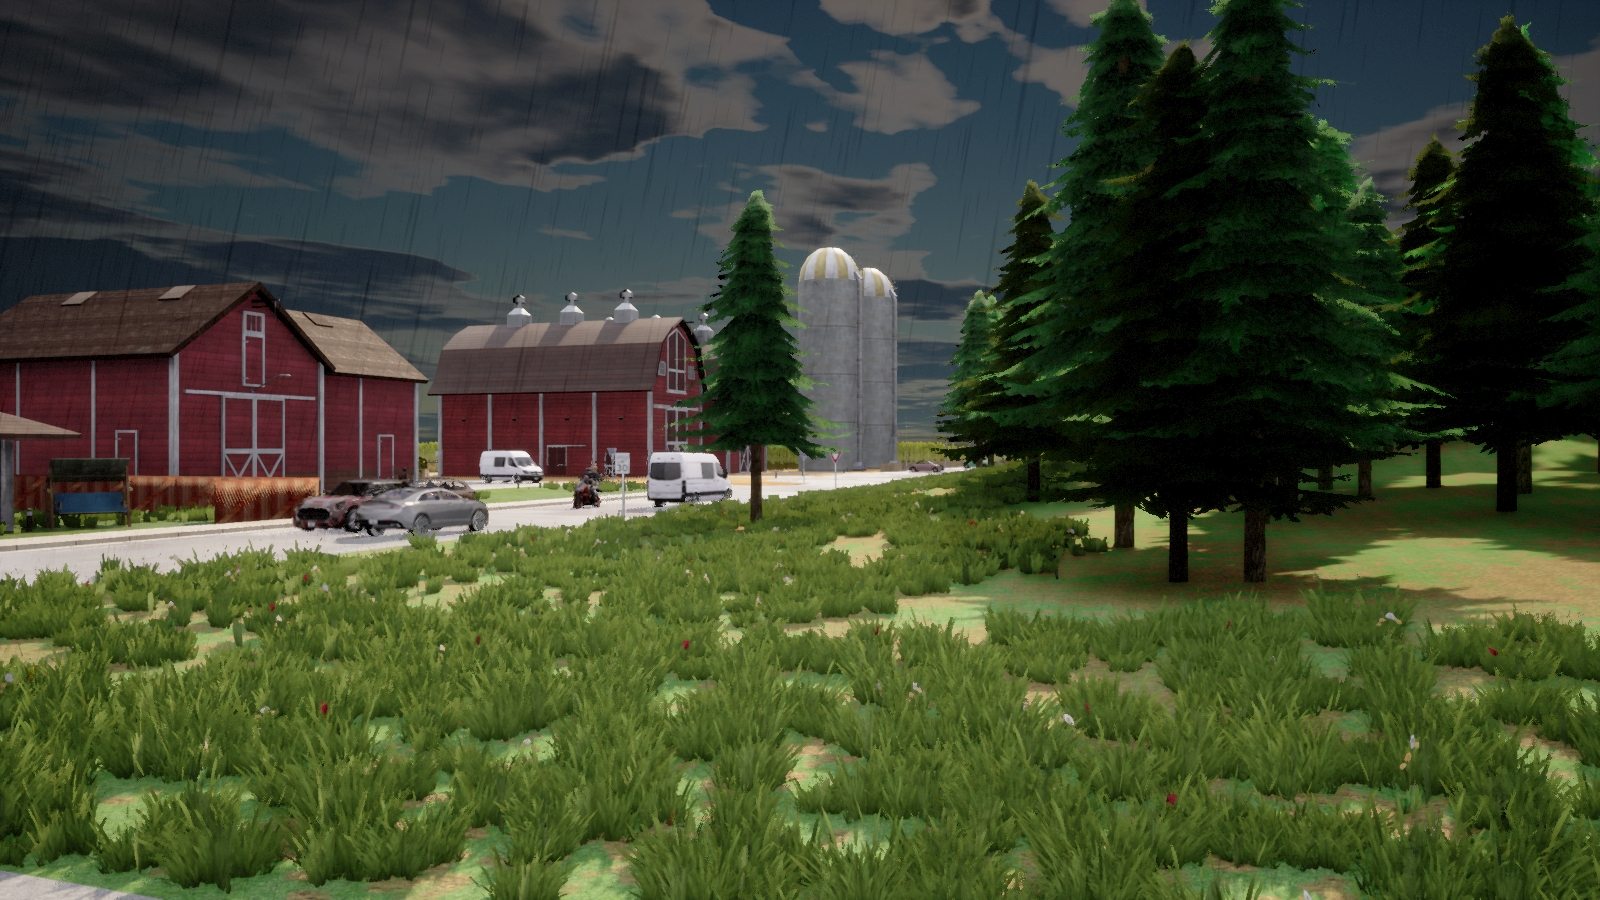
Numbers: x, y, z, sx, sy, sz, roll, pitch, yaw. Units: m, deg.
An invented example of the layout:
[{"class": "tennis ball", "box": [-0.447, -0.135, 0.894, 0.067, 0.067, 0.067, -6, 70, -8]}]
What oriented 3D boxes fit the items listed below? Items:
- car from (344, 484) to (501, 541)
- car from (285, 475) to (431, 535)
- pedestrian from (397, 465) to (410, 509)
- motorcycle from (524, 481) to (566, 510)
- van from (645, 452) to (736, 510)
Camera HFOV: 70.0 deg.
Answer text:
[{"class": "car", "box": [-11.769, 1.907, 36.005, 2.128, 1.511, 4.902, 0, 0, 20]}, {"class": "car", "box": [-14.684, 1.766, 38.240, 2.097, 1.767, 4.553, 0, 0, 20]}, {"class": "pedestrian", "box": [-16.718, 1.555, 48.198, 0.375, 1.860, 0.375, 0, 0, 22]}, {"class": "motorcycle", "box": [-11.753, 2.065, 52.714, 0.867, 1.251, 2.209, 0, 0, 20]}, {"class": "van", "box": [-5.105, 1.394, 54.329, 1.988, 2.561, 5.915, 0, 0, 20]}]
